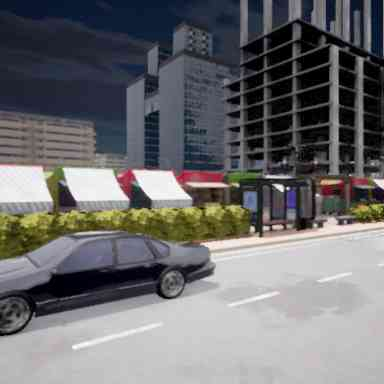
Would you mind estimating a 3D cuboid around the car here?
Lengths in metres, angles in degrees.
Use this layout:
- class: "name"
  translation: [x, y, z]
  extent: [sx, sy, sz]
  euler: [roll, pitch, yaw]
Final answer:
- class: "car"
  translation: [-1.997, 1.545, 6.867]
  extent: [5.357, 1.411, 2.033]
  euler: [0, 0, -36]
